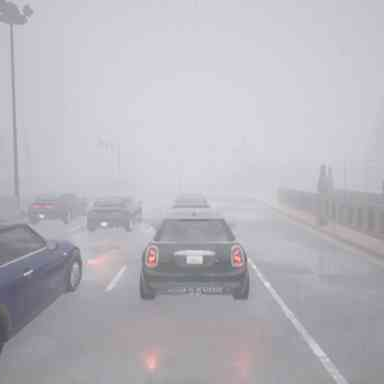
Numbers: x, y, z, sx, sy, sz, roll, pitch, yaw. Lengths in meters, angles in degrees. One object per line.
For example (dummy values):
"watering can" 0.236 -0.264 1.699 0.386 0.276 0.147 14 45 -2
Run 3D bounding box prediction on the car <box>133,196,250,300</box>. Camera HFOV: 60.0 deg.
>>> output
"car" 0.035 1.164 8.160 2.097 1.767 4.553 0 2 0

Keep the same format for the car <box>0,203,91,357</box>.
"car" -3.441 1.256 5.479 2.097 1.767 4.553 0 2 -1

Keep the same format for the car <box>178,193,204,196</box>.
"car" -0.044 0.778 17.391 1.882 1.535 5.008 0 3 0

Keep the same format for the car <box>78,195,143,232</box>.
"car" -3.535 0.899 15.809 1.837 1.490 4.892 0 4 0

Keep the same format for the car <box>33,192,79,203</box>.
"car" -7.051 0.762 17.975 1.837 1.490 4.892 0 3 -1
